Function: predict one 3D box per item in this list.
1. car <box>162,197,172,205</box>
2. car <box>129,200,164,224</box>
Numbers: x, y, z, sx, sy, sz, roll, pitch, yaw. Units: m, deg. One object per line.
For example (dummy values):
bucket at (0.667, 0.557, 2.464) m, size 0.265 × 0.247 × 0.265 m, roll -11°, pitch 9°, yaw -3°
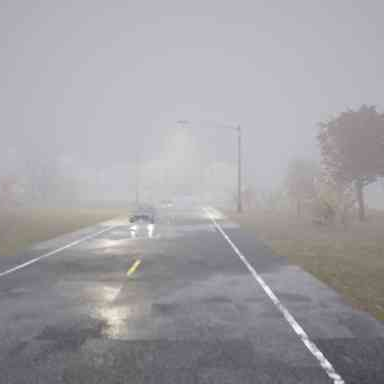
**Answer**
car at (-5.143, 1.791, 66.799) m, size 1.994 × 1.385 × 4.181 m, roll 0°, pitch 0°, yaw -7°
car at (-3.602, 1.628, 25.986) m, size 2.033 × 1.411 × 5.357 m, roll 0°, pitch 0°, yaw 0°
